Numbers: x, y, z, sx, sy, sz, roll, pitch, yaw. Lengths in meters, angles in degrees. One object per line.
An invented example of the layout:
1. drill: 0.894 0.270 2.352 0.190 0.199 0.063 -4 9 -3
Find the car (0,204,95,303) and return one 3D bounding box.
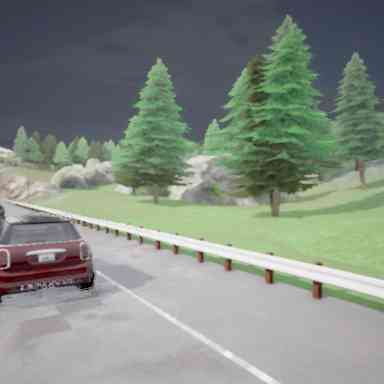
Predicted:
1. car: -4.119 1.351 8.517 2.097 1.767 4.553 0 0 -34
